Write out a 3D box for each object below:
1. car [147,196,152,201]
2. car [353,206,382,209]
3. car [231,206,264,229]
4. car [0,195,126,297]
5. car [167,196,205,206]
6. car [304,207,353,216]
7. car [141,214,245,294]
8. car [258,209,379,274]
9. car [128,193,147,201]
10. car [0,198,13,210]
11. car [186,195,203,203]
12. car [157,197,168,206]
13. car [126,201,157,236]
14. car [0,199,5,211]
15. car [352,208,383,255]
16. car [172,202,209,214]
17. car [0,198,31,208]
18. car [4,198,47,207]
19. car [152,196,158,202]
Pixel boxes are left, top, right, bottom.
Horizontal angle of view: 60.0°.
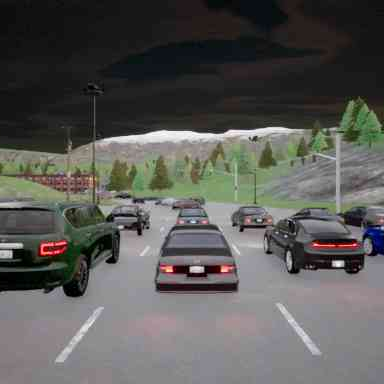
[{"bbox_3d":[-12.848,1.595,85.639,1.895,1.301,4.718,0,0,-37],"label":"car"},{"bbox_3d":[10.521,1.547,19.991,2.033,1.411,5.357,0,0,-1],"label":"car"},{"bbox_3d":[3.520,1.547,20.038,2.033,1.411,5.357,0,0,-1],"label":"car"},{"bbox_3d":[-3.420,1.221,8.707,2.150,2.045,5.566,0,0,0],"label":"car"},{"bbox_3d":[-0.657,1.564,42.800,1.994,1.385,4.181,0,0,43],"label":"car"},{"bbox_3d":[7.033,1.564,19.018,1.994,1.385,4.181,0,0,0],"label":"car"},{"bbox_3d":[0.082,1.547,8.952,2.033,1.411,5.357,0,0,0],"label":"car"},{"bbox_3d":[3.576,1.505,10.545,1.837,1.490,4.892,0,0,0],"label":"car"},{"bbox_3d":[-10.505,1.477,64.124,1.882,1.535,5.008,1,0,-18],"label":"car"},{"bbox_3d":[-26.257,1.547,42.808,5.357,1.411,2.033,0,0,-1],"label":"car"},{"bbox_3d":[0.571,1.523,74.671,2.128,1.511,4.902,0,0,-20],"label":"car"},{"bbox_3d":[-3.254,1.525,52.449,1.812,1.442,4.674,1,0,21],"label":"car"},{"bbox_3d":[-3.460,1.491,18.561,2.128,1.511,4.902,0,0,0],"label":"car"},{"bbox_3d":[-24.973,1.526,39.326,4.674,1.442,1.812,0,0,-1],"label":"car"},{"bbox_3d":[7.075,1.478,10.030,1.882,1.535,5.008,0,0,0],"label":"car"},{"bbox_3d":[0.043,1.547,19.021,2.033,1.411,5.357,0,0,0],"label":"car"},{"bbox_3d":[-25.212,1.526,46.324,4.674,1.442,1.812,0,0,-1],"label":"car"},{"bbox_3d":[-24.924,1.547,49.829,5.357,1.411,2.033,0,0,-1],"label":"car"},{"bbox_3d":[-5.346,1.547,57.665,2.033,1.411,5.357,0,0,-4],"label":"car"}]
